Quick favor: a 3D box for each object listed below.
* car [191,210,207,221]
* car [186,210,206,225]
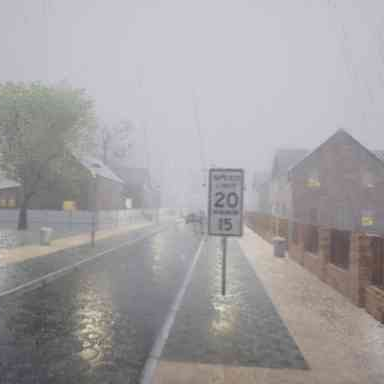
[{"bbox_3d":[1.171,3.638,52.299,2.128,1.511,4.902,1,-2,5],"label":"car"},{"bbox_3d":[0.336,3.160,40.792,1.837,1.490,4.892,1,-2,5],"label":"car"}]
